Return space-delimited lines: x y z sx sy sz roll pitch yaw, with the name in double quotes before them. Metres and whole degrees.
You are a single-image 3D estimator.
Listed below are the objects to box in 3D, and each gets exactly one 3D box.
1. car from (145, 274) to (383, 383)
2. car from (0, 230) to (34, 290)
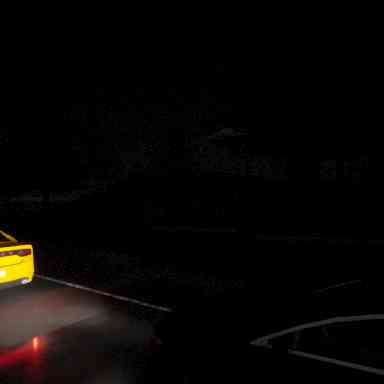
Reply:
"car" 1.767 1.492 2.747 4.902 1.511 2.128 0 0 35
"car" -5.831 1.469 8.000 5.008 1.535 1.882 0 0 35
